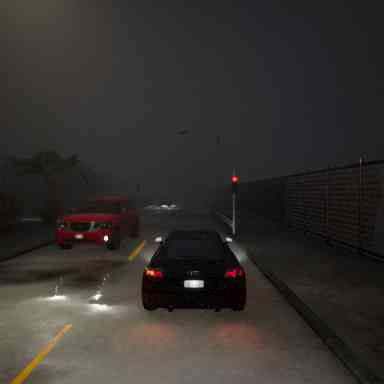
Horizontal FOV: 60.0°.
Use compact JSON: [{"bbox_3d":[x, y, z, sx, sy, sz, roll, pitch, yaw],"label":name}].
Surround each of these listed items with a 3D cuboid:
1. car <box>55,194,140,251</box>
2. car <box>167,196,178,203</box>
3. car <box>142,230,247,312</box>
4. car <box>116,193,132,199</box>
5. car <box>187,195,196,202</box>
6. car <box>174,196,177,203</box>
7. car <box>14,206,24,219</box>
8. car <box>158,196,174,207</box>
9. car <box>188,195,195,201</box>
[{"bbox_3d":[-3.793,1.221,14.517,2.150,2.045,5.566,0,0,4],"label":"car"},{"bbox_3d":[-4.182,1.540,71.390,2.033,1.411,5.357,0,0,0],"label":"car"},{"bbox_3d":[0.044,1.564,7.785,1.994,1.385,4.181,0,0,0],"label":"car"},{"bbox_3d":[-17.497,1.134,85.753,3.633,1.501,1.845,0,0,0],"label":"car"},{"bbox_3d":[-0.192,1.524,75.515,1.812,1.442,4.674,0,0,0],"label":"car"},{"bbox_3d":[-4.220,1.492,61.082,2.128,1.511,4.902,0,0,0],"label":"car"},{"bbox_3d":[-16.005,1.352,26.595,4.553,1.767,2.097,0,0,0],"label":"car"},{"bbox_3d":[-4.224,1.478,51.816,1.882,1.535,5.008,0,0,0],"label":"car"},{"bbox_3d":[-0.220,1.524,85.755,1.812,1.442,4.674,0,0,0],"label":"car"}]
